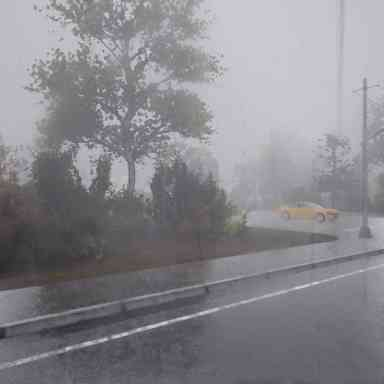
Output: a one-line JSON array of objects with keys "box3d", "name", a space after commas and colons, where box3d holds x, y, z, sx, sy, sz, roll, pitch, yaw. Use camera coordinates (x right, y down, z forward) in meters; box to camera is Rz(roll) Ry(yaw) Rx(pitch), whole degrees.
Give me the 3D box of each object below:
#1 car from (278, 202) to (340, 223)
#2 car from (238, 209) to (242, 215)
[{"box3d": [9.339, 1.566, 26.883, 1.882, 1.535, 5.008, 0, -1, -39], "name": "car"}, {"box3d": [3.001, 1.585, 34.369, 2.097, 1.767, 4.553, 0, -1, -43], "name": "car"}]
